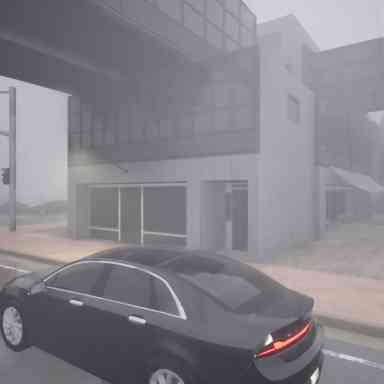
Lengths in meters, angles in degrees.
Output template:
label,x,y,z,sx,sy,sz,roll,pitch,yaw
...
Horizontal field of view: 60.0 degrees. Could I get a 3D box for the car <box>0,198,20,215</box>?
label,x,y,z,sx,sy,sz,roll,pitch,yaw
car,-18.377,1.564,33.151,1.994,1.385,4.181,0,0,36

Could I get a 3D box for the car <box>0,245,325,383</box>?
label,x,y,z,sx,sy,sz,roll,pitch,yaw
car,-0.809,1.505,4.569,4.892,1.490,1.837,0,0,36

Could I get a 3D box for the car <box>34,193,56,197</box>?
label,x,y,z,sx,sy,sz,roll,pitch,yaw
car,-31.249,1.153,69.870,4.605,1.855,1.932,0,0,35

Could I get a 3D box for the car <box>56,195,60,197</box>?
label,x,y,z,sx,sy,sz,roll,pitch,yaw
car,-29.522,1.364,72.196,3.905,1.438,1.784,0,0,35

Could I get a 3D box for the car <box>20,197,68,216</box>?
label,x,y,z,sx,sy,sz,roll,pitch,yaw
car,-14.000,1.505,33.205,1.837,1.490,4.892,0,0,36
